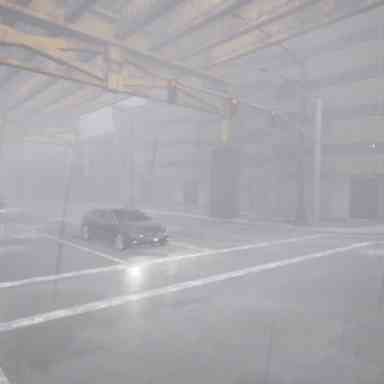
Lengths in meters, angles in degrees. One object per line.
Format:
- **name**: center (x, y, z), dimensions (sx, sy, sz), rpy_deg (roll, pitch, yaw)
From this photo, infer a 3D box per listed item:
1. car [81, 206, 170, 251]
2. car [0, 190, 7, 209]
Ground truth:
- **car**: center (-2.851, 1.366, 13.477), dimensions (1.837, 1.490, 4.892), rpy_deg (1, 1, -42)
- **car**: center (-19.615, 0.811, 32.382), dimensions (1.812, 1.442, 4.674), rpy_deg (1, 1, -42)
